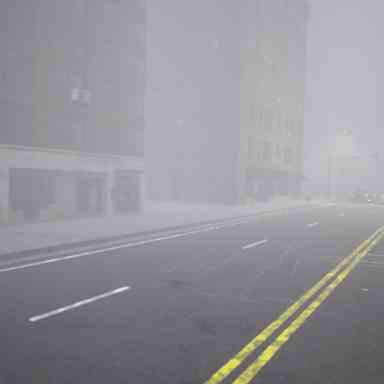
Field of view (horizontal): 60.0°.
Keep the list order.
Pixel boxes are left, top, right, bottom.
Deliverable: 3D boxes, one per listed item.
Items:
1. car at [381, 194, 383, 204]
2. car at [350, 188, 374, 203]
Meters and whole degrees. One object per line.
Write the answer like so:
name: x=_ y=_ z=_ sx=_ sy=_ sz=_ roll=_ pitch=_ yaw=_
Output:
car: x=23.074 y=0.600 z=38.331 sx=1.882 sy=1.535 sz=5.008 roll=2 pitch=2 yaw=36
car: x=20.914 y=0.346 z=40.877 sx=2.097 sy=1.767 sz=4.553 roll=2 pitch=3 yaw=36
